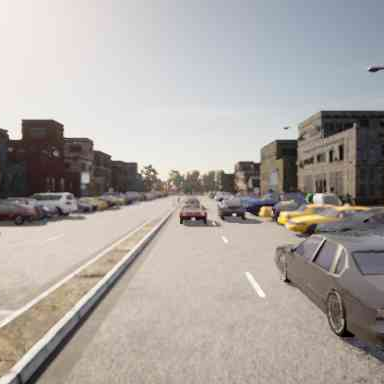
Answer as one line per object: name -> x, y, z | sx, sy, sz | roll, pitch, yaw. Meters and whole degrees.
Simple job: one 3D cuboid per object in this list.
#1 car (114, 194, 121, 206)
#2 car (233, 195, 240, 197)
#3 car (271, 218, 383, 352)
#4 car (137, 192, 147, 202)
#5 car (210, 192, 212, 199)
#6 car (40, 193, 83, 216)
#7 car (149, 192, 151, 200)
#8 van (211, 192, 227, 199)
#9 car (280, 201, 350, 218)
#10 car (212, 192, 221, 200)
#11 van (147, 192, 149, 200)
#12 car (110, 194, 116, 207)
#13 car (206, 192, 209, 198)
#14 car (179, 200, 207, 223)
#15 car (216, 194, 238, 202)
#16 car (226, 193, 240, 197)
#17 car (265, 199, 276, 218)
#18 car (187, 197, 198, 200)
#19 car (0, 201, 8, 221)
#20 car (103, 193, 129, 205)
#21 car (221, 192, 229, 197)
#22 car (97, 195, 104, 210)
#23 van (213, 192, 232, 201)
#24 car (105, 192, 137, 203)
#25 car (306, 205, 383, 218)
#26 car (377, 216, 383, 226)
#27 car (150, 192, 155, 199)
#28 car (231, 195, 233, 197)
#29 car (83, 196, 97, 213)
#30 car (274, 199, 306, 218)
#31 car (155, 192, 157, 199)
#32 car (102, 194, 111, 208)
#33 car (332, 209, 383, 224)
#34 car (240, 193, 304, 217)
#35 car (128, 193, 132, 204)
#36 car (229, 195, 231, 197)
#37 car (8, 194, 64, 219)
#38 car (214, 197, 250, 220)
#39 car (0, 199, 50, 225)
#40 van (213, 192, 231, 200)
car -> -12.671, 1.352, 45.018 | 5.008, 1.535, 2.097 | 0, 0, 0
car -> 7.598, 1.367, 38.673 | 5.008, 1.535, 2.097 | 0, 0, 0
car -> 3.100, 1.511, 6.459 | 2.033, 1.411, 5.357 | 0, 0, 0
car -> -12.680, 1.318, 70.150 | 4.892, 1.521, 2.231 | 0, 0, 0
car -> 7.559, 1.084, 77.282 | 5.566, 2.045, 2.435 | 0, 0, 0
car -> -12.726, 1.122, 28.466 | 5.566, 2.045, 2.435 | 0, 0, 0
car -> -12.698, 1.340, 78.489 | 4.674, 1.452, 2.002 | 0, 0, 0
van -> 7.615, 1.066, 93.829 | 4.442, 1.987, 1.878 | 0, 0, 0
car -> 7.456, 1.398, 16.611 | 5.366, 1.575, 1.946 | 0, 0, 0
car -> 7.574, 1.104, 69.007 | 5.566, 2.045, 2.435 | 0, 0, 0
van -> -12.809, 1.080, 75.709 | 4.442, 1.987, 1.878 | 0, 0, 0
car -> -12.700, 1.383, 42.363 | 4.792, 1.488, 2.163 | 0, 0, 0
car -> 7.319, 1.295, 91.070 | 5.366, 1.575, 1.946 | 0, 0, 0
car -> 0.081, 1.501, 24.211 | 1.895, 1.301, 4.718 | 0, 0, 0
car -> 7.572, 1.224, 71.643 | 4.553, 1.767, 2.185 | 0, 0, 0
car -> 7.557, 1.245, 46.945 | 4.553, 1.767, 2.185 | 0, 0, 0
car -> 7.664, 1.415, 22.130 | 4.792, 1.488, 2.163 | 0, 0, 0
car -> 0.059, 1.395, 41.368 | 1.837, 1.490, 4.892 | 0, 0, 0
car -> -12.727, 1.407, 17.228 | 4.892, 1.521, 2.231 | 0, 0, 0
car -> -12.670, 1.346, 50.694 | 5.008, 1.535, 2.097 | 0, 0, 0
car -> 7.554, 1.120, 49.703 | 5.566, 2.045, 2.435 | 0, 0, 0
car -> -12.652, 1.389, 36.805 | 4.792, 1.488, 2.163 | 0, 0, 0
van -> 7.408, 1.102, 80.040 | 4.442, 1.987, 1.878 | 0, 0, 0
car -> -12.643, 1.088, 56.252 | 5.566, 2.045, 2.435 | 0, 0, 0
car -> 7.612, 1.441, 13.854 | 4.792, 1.488, 2.163 | 0, 0, 0
car -> 7.638, 1.474, 8.377 | 4.674, 1.452, 2.002 | 0, 0, 0
car -> -12.697, 1.287, 84.048 | 5.008, 1.535, 2.097 | 0, 0, 0
car -> 7.596, 1.408, 41.430 | 4.674, 1.452, 2.002 | 0, 0, 0
car -> -12.658, 1.392, 34.027 | 4.792, 1.488, 2.163 | 0, 0, 0
car -> 7.826, 1.389, 19.374 | 5.366, 1.575, 1.946 | 0, 0, 0
car -> -12.704, 1.275, 89.608 | 5.008, 1.535, 2.097 | 0, 0, 0
car -> -12.862, 1.353, 39.585 | 5.366, 1.575, 1.946 | 0, 0, 0
car -> 7.611, 1.451, 11.098 | 4.792, 1.488, 2.163 | 0, 0, 0
car -> 7.591, 1.119, 30.401 | 5.566, 2.045, 2.435 | 0, 0, 0
car -> -12.662, 1.344, 53.473 | 4.892, 1.521, 2.231 | 0, 0, 0
car -> 7.590, 1.410, 44.318 | 4.674, 1.452, 2.002 | 0, 0, 0
car -> -12.736, 1.255, 25.654 | 4.553, 1.767, 2.185 | 0, 0, 0
car -> 3.086, 1.400, 26.674 | 1.837, 1.490, 4.892 | 0, 0, 0
car -> -12.707, 1.428, 22.784 | 4.674, 1.452, 2.002 | 0, 0, 0
van -> 7.631, 1.086, 85.556 | 4.442, 1.987, 1.878 | 0, 0, 0
